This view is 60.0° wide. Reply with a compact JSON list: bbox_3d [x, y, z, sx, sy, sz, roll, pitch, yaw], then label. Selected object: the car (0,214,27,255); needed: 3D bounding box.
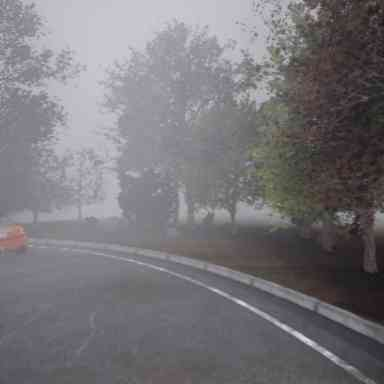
[{"bbox_3d":[-8.713,1.657,13.216,4.553,1.767,2.097,-2,0,30],"label":"car"}]
